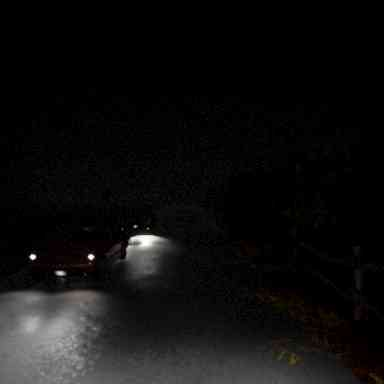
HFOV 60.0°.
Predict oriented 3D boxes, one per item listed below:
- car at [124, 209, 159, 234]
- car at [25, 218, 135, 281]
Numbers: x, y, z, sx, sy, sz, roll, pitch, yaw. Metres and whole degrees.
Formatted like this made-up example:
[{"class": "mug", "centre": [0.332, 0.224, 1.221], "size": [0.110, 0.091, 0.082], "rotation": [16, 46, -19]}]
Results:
[{"class": "car", "centre": [-3.204, 1.789, 20.799], "size": [1.994, 1.385, 4.181], "rotation": [0, -1, 0]}, {"class": "car", "centre": [-3.233, 1.715, 10.391], "size": [1.895, 1.301, 4.718], "rotation": [0, -1, 0]}]
